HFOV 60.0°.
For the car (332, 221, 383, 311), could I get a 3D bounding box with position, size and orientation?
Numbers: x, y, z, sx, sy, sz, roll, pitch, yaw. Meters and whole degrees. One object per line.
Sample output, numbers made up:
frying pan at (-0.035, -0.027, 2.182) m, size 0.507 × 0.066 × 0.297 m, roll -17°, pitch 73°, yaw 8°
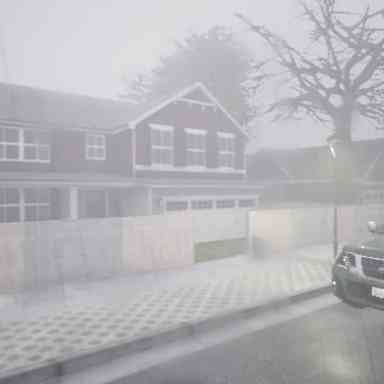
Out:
car at (5.201, 1.212, 6.763) m, size 5.566 × 2.045 × 2.150 m, roll 0°, pitch 0°, yaw -35°
